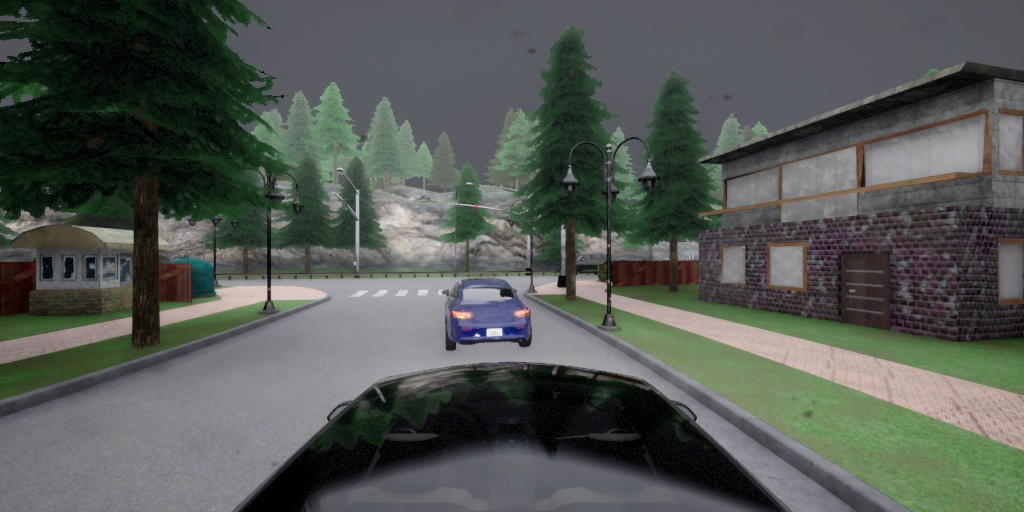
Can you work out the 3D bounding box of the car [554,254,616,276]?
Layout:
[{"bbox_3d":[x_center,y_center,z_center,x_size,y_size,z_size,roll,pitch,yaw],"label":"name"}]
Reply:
[{"bbox_3d":[6.495,0.814,31.487,5.566,2.045,2.150,0,0,-12],"label":"car"}]

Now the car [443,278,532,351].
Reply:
[{"bbox_3d":[-0.756,1.276,9.025,1.812,1.442,4.674,0,0,-11],"label":"car"}]
